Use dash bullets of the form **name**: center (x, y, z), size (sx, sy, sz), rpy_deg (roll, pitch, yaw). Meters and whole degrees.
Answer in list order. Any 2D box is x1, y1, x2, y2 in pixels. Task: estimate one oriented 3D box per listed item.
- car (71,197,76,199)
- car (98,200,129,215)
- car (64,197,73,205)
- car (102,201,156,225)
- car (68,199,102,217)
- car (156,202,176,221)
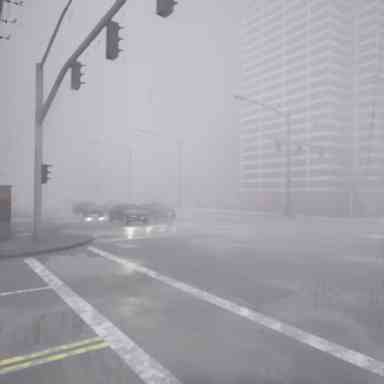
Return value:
- **car**: center (-14.759, 1.784, 45.692), size (1.895, 1.301, 4.718), rpy_deg (1, -1, -35)
- **car**: center (-8.942, 1.708, 37.434), size (1.812, 1.442, 4.674), rpy_deg (1, -1, -35)
- **car**: center (-23.140, 1.757, 63.961), size (1.812, 1.442, 4.674), rpy_deg (1, -1, -35)
- **car**: center (-4.947, 1.641, 25.690), size (1.837, 1.490, 4.892), rpy_deg (1, 0, -35)
- **car**: center (-10.521, 1.685, 33.589), size (2.033, 1.411, 5.357), rpy_deg (1, -1, -35)
- **car**: center (-3.233, 1.673, 29.331), size (2.128, 1.511, 4.902), rpy_deg (1, -1, -35)
